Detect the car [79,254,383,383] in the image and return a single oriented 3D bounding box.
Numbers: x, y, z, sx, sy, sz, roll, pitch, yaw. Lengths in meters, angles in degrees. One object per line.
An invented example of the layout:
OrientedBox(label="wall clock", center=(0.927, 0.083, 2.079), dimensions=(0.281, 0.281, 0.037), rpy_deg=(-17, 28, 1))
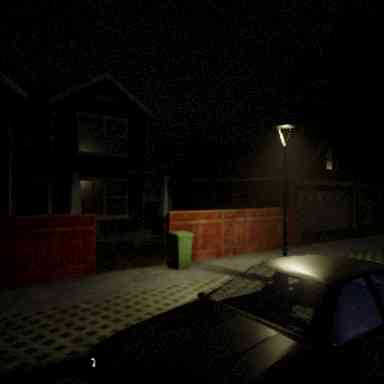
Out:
OrientedBox(label="car", center=(1.510, 1.576, 4.151), dimensions=(5.357, 1.411, 2.033), rpy_deg=(1, 0, -36))
